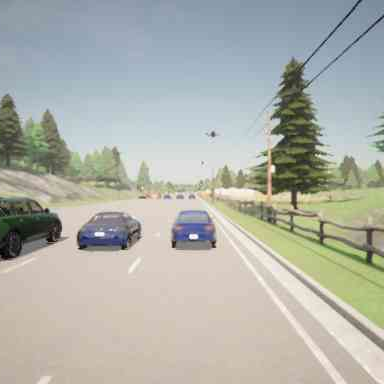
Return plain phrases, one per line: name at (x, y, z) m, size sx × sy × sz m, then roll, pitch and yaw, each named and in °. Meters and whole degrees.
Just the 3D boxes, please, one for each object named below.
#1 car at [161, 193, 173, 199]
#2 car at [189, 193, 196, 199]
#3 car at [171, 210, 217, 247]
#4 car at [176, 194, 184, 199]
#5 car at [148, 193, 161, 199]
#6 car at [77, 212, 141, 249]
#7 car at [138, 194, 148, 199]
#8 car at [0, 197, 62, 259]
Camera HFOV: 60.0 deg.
car at (-6.990, 1.292, 94.046) m, size 1.882 × 1.535 × 5.008 m, roll 0°, pitch 0°, yaw 0°
car at (0.010, 1.338, 94.462) m, size 1.812 × 1.442 × 4.674 m, roll 0°, pitch 0°, yaw 0°
car at (0.075, 1.498, 14.730) m, size 1.812 × 1.442 × 4.674 m, roll 0°, pitch 0°, yaw 0°
car at (-3.490, 1.365, 94.429) m, size 1.994 × 1.385 × 4.181 m, roll 0°, pitch 0°, yaw 0°
car at (-10.490, 1.169, 94.433) m, size 2.097 × 1.767 × 4.553 m, roll 0°, pitch 0°, yaw 0°
car at (-3.426, 1.537, 14.398) m, size 1.994 × 1.385 × 4.181 m, roll 0°, pitch 0°, yaw 0°
car at (-13.990, 1.410, 94.523) m, size 1.895 × 1.301 × 4.718 m, roll 0°, pitch 0°, yaw 0°
car at (-6.936, 1.200, 12.603) m, size 2.150 × 2.045 × 5.566 m, roll 0°, pitch 0°, yaw 0°
